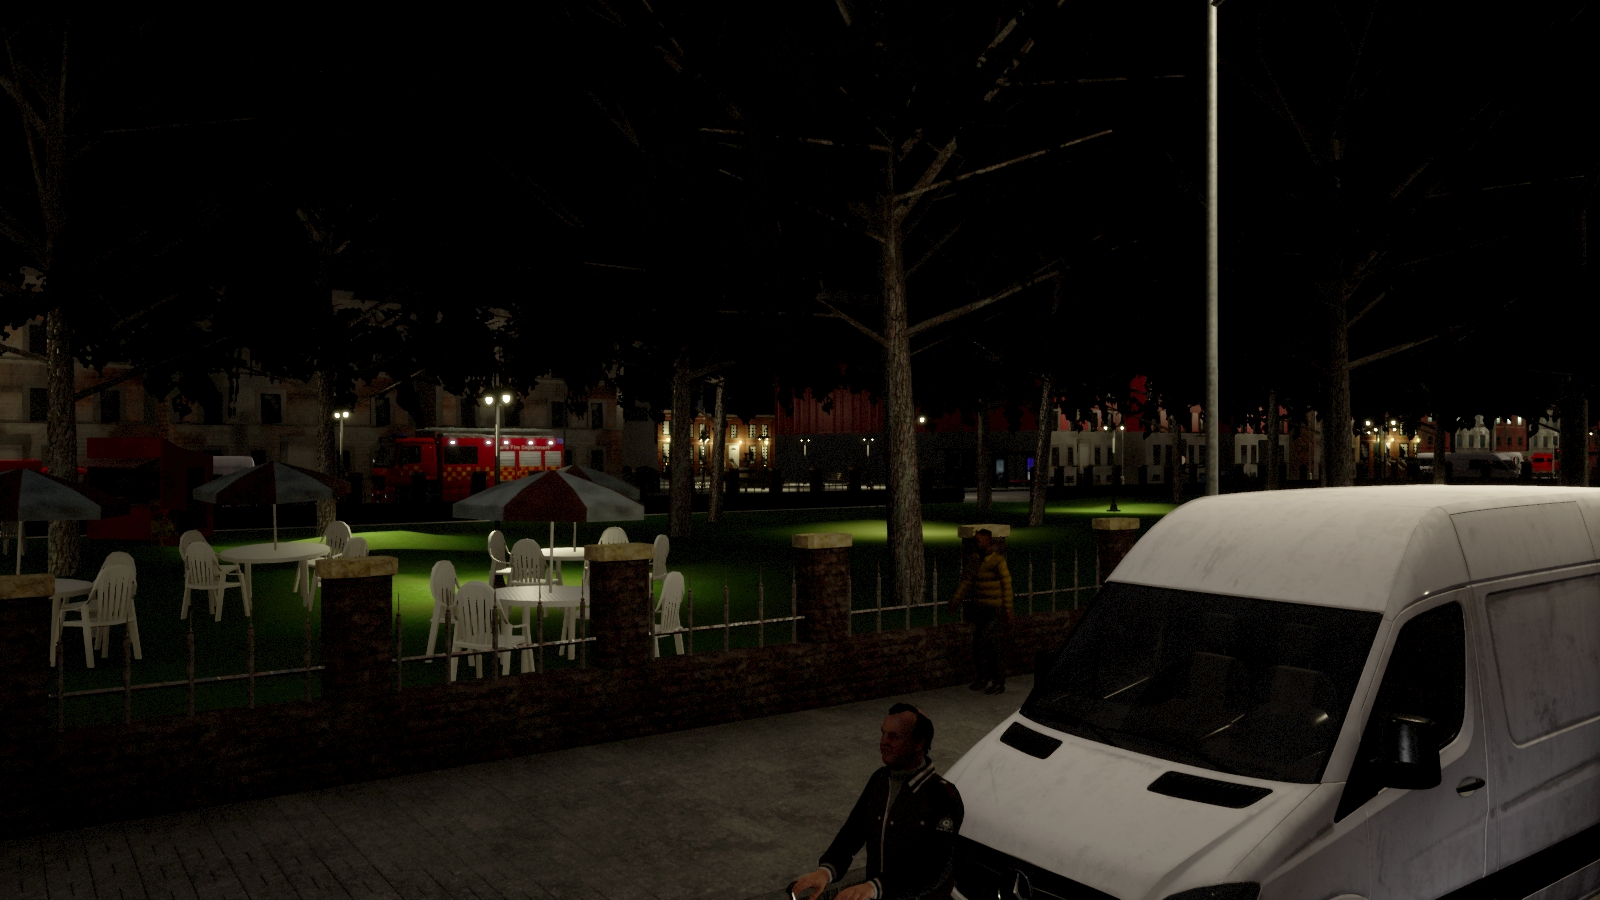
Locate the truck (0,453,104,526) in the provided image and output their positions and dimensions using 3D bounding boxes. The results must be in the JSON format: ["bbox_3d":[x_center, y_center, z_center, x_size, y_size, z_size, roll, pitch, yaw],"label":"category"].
[{"bbox_3d":[-27.693,1.348,40.278,5.204,2.467,2.627,0,0,-35],"label":"truck"}]

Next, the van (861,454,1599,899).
[{"bbox_3d":[3.302,1.314,6.746,5.915,2.561,1.988,0,0,-35],"label":"van"}]

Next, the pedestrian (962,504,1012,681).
[{"bbox_3d":[2.028,1.525,12.395,0.375,1.860,0.375,0,0,-36],"label":"pedestrian"}]
